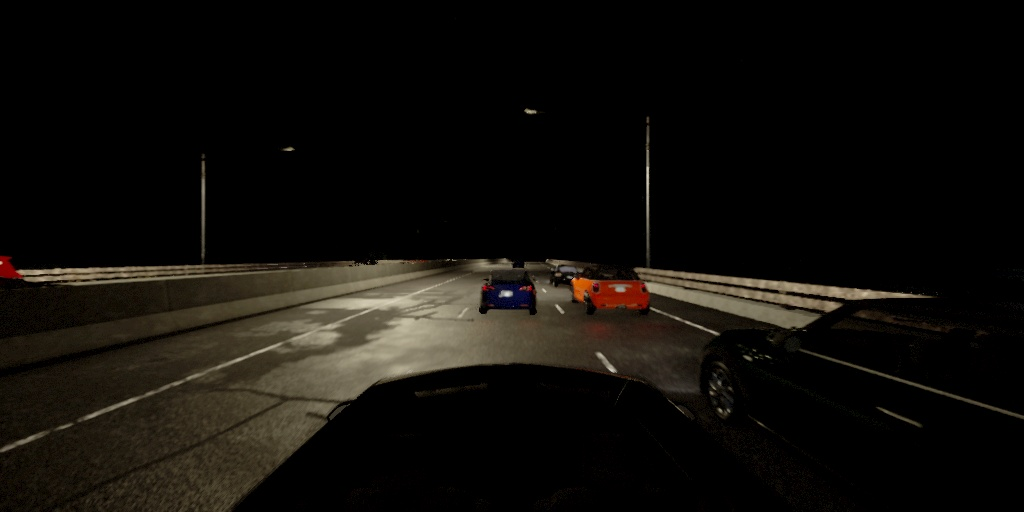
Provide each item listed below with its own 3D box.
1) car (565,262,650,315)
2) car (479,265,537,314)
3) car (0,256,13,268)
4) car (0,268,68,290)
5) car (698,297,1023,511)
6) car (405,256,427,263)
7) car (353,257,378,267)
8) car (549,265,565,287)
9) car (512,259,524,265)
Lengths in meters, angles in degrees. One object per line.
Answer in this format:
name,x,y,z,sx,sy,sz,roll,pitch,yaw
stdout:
car,3.541,1.100,13.791,2.097,1.767,4.553,0,0,0
car,-0.098,1.250,13.867,2.163,1.488,4.792,0,0,1
car,-17.573,0.957,9.760,2.150,2.045,5.566,0,0,0
car,-14.076,1.215,8.617,1.882,1.535,5.008,0,0,0
car,3.498,1.104,2.868,2.097,1.767,4.553,0,0,0
car,-13.329,0.845,49.876,2.097,1.767,4.553,0,0,2
car,-20.327,0.923,50.041,1.837,1.490,4.892,0,0,2
car,3.654,1.318,24.743,1.994,1.385,4.181,0,0,1
car,0.990,1.322,57.106,1.812,1.442,4.674,0,0,2
